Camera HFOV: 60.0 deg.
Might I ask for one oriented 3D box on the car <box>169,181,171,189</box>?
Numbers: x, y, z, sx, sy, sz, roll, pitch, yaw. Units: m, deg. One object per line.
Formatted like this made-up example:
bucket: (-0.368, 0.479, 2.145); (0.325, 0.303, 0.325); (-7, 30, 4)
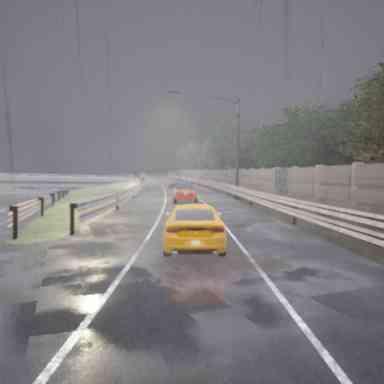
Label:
car: (-2.764, -1.234, 53.675); (1.895, 1.301, 4.718); (0, 4, -6)

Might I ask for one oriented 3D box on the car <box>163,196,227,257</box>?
car: (0.059, 1.160, 11.653); (1.882, 1.535, 5.008); (0, 2, -1)

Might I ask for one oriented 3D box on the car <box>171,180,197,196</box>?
car: (-0.679, 0.009, 30.987); (2.097, 1.767, 4.553); (0, 4, -3)
